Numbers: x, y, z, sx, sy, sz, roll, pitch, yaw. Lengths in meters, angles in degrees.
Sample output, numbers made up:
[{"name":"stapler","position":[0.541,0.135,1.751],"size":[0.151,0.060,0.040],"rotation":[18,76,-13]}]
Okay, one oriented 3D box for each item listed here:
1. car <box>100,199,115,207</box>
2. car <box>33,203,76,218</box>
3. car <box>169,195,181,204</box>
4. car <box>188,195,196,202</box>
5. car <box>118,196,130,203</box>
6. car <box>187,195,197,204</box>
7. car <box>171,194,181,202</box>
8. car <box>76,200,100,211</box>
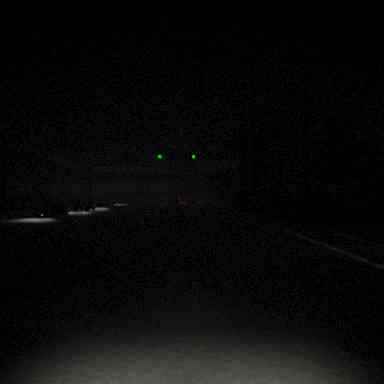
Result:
[{"name":"car","position":[-14.028,1.778,54.037],"size":[1.895,1.301,4.718],"rotation":[0,0,0]},{"name":"car","position":[-14.106,1.787,33.921],"size":[2.033,1.411,5.357],"rotation":[0,0,0]},{"name":"car","position":[-3.507,1.565,64.970],"size":[1.882,1.535,5.008],"rotation":[0,1,0]},{"name":"car","position":[-0.009,1.513,75.693],"size":[1.812,1.442,4.674],"rotation":[0,1,0]},{"name":"car","position":[-14.008,1.552,68.837],"size":[2.128,1.511,4.902],"rotation":[0,1,0]},{"name":"car","position":[-0.007,1.610,65.565],"size":[1.812,1.442,4.674],"rotation":[0,1,0]},{"name":"car","position":[-3.509,1.347,75.211],"size":[2.097,1.767,4.553],"rotation":[0,1,0]},{"name":"car","position":[-14.084,1.755,43.878],"size":[1.812,1.442,4.674],"rotation":[0,0,0]}]
